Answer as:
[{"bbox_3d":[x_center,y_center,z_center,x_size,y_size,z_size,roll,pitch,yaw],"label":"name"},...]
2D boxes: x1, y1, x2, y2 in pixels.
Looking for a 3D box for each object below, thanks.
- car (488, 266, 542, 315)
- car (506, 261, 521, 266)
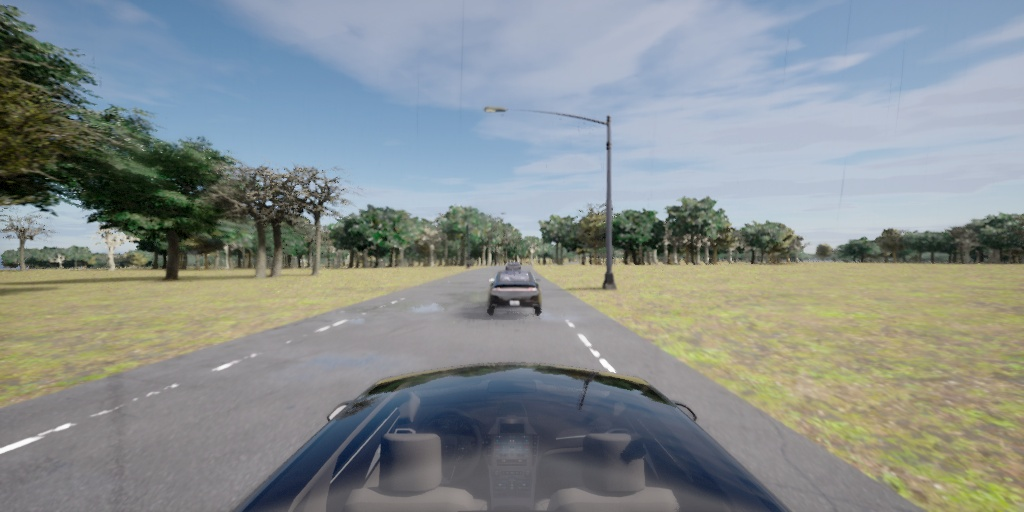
[{"bbox_3d":[0.095,1.299,13.904,2.128,1.511,4.902,0,0,0],"label":"car"},{"bbox_3d":[0.189,1.442,46.031,2.128,1.511,4.902,0,0,1],"label":"car"}]
